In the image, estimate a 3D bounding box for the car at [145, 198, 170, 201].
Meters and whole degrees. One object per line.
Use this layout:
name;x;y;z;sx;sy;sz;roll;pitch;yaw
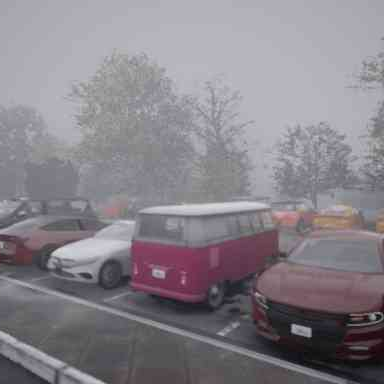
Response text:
car;-0.799;1.470;24.671;1.946;1.575;5.366;0;0;36

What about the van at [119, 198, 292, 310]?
van;0.638;1.255;7.946;1.878;1.987;4.442;0;0;36

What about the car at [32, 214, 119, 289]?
car;-1.688;1.519;9.466;2.002;1.452;4.674;0;0;36

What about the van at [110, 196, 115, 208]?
van;-5.231;1.266;28.206;1.878;1.987;4.442;0;0;36

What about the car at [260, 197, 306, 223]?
car;6.053;1.353;19.970;2.185;1.767;4.553;0;0;36

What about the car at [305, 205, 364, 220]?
car;8.221;1.480;18.454;2.097;1.535;5.008;0;0;36

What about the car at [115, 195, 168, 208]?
car;-2.929;1.226;26.453;2.435;2.045;5.566;0;0;36

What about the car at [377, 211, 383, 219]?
car;10.578;1.483;16.772;2.097;1.535;5.008;0;0;36

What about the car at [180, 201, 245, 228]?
car;1.557;1.475;23.209;2.231;1.521;4.892;0;0;36

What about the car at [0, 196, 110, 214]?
car;-6.225;1.223;12.667;2.435;2.045;5.566;0;0;36

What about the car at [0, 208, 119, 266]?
car;-3.931;1.506;11.101;2.163;1.488;4.792;0;0;36

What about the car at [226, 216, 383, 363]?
car;2.834;1.483;6.243;2.097;1.535;5.008;0;0;36

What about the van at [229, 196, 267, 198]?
van;3.884;1.250;21.699;1.878;1.987;4.442;0;0;36
